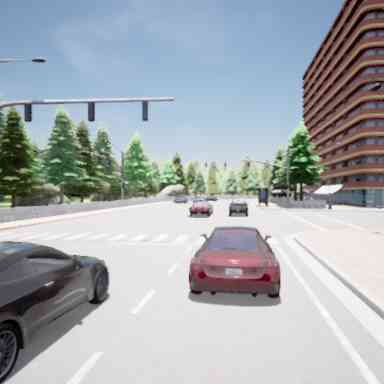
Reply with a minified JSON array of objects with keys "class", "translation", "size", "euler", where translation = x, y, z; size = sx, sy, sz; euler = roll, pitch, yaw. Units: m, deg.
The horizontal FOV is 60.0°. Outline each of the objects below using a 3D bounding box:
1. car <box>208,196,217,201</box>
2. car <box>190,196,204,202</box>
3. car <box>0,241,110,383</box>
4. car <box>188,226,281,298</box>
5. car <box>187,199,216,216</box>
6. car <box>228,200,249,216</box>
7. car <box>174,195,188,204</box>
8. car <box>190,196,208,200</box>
[{"class":"car","translation":[4.241,1.515,75.094],"size":[1.994,1.385,4.181],"euler":[0,0,17]},{"class":"car","translation":[1.172,1.549,76.912],"size":[1.895,1.301,4.718],"euler":[0,0,20]},{"class":"car","translation":[-2.905,1.515,5.276],"size":[1.812,1.442,4.674],"euler":[0,0,9]},{"class":"car","translation":[1.124,1.561,8.626],"size":[1.994,1.385,4.181],"euler":[0,0,8]},{"class":"car","translation":[0.969,1.609,32.212],"size":[1.895,1.301,4.718],"euler":[0,0,8]},{"class":"car","translation":[4.659,1.518,33.306],"size":[2.128,1.511,4.902],"euler":[0,0,8]},{"class":"car","translation":[-2.043,1.308,61.725],"size":[2.097,1.767,4.553],"euler":[0,0,9]},{"class":"car","translation":[1.206,1.566,59.764],"size":[1.895,1.301,4.718],"euler":[0,0,9]}]
